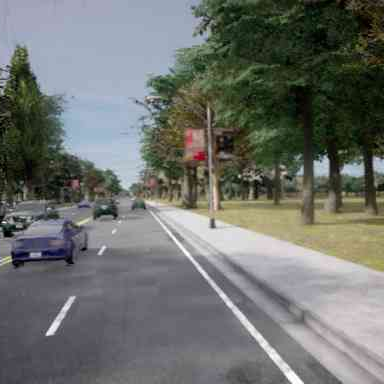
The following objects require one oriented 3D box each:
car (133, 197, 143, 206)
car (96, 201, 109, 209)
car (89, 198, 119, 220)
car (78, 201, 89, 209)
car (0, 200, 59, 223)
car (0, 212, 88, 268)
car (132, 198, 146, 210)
[{"bbox_3d":[-11.814,2.103,72.233,2.097,1.767,4.553,-2,-1,-10],"label":"car"},{"bbox_3d":[-16.781,2.412,62.609,1.895,1.301,4.718,-2,0,-9],"label":"car"},{"bbox_3d":[-8.469,1.602,32.978,2.150,2.045,5.566,-2,0,-10],"label":"car"},{"bbox_3d":[-19.989,2.378,62.069,1.882,1.535,5.008,-2,0,-9],"label":"car"},{"bbox_3d":[-9.997,1.585,21.171,2.150,2.045,5.566,-2,0,-9],"label":"car"},{"bbox_3d":[-4.991,1.708,12.082,1.812,1.442,4.674,-2,0,-9],"label":"car"},{"bbox_3d":[-8.449,1.853,52.822,2.097,1.767,4.553,-2,0,-9],"label":"car"}]
